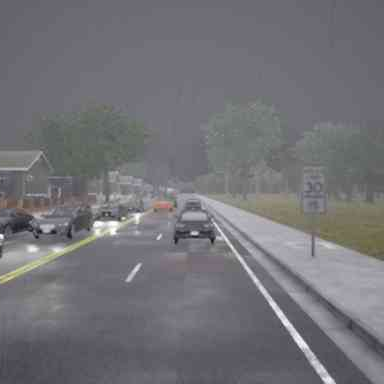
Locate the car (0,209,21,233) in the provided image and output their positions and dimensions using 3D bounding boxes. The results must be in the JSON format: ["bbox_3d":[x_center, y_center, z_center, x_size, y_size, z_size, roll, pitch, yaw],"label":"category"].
[{"bbox_3d":[-9.830,1.571,17.355,1.994,1.385,4.181,0,0,1],"label":"car"}]

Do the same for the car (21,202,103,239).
[{"bbox_3d":[-6.587,1.498,17.532,2.128,1.511,4.902,0,0,0],"label":"car"}]

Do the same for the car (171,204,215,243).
[{"bbox_3d":[0.104,1.532,16.031,1.812,1.442,4.674,0,0,0],"label":"car"}]

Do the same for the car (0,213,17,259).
[{"bbox_3d":[-6.594,1.509,8.159,1.837,1.490,4.892,0,0,0],"label":"car"}]

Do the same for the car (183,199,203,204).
[{"bbox_3d":[0.110,1.517,37.235,1.837,1.490,4.892,0,0,0],"label":"car"}]

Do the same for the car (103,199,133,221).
[{"bbox_3d":[-6.544,1.573,27.536,1.994,1.385,4.181,0,0,1],"label":"car"}]

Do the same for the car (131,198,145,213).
[{"bbox_3d":[-6.505,1.517,37.923,1.837,1.490,4.892,0,0,1],"label":"car"}]

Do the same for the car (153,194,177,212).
[{"bbox_3d":[-3.242,1.364,38.750,2.097,1.767,4.553,0,0,0],"label":"car"}]
